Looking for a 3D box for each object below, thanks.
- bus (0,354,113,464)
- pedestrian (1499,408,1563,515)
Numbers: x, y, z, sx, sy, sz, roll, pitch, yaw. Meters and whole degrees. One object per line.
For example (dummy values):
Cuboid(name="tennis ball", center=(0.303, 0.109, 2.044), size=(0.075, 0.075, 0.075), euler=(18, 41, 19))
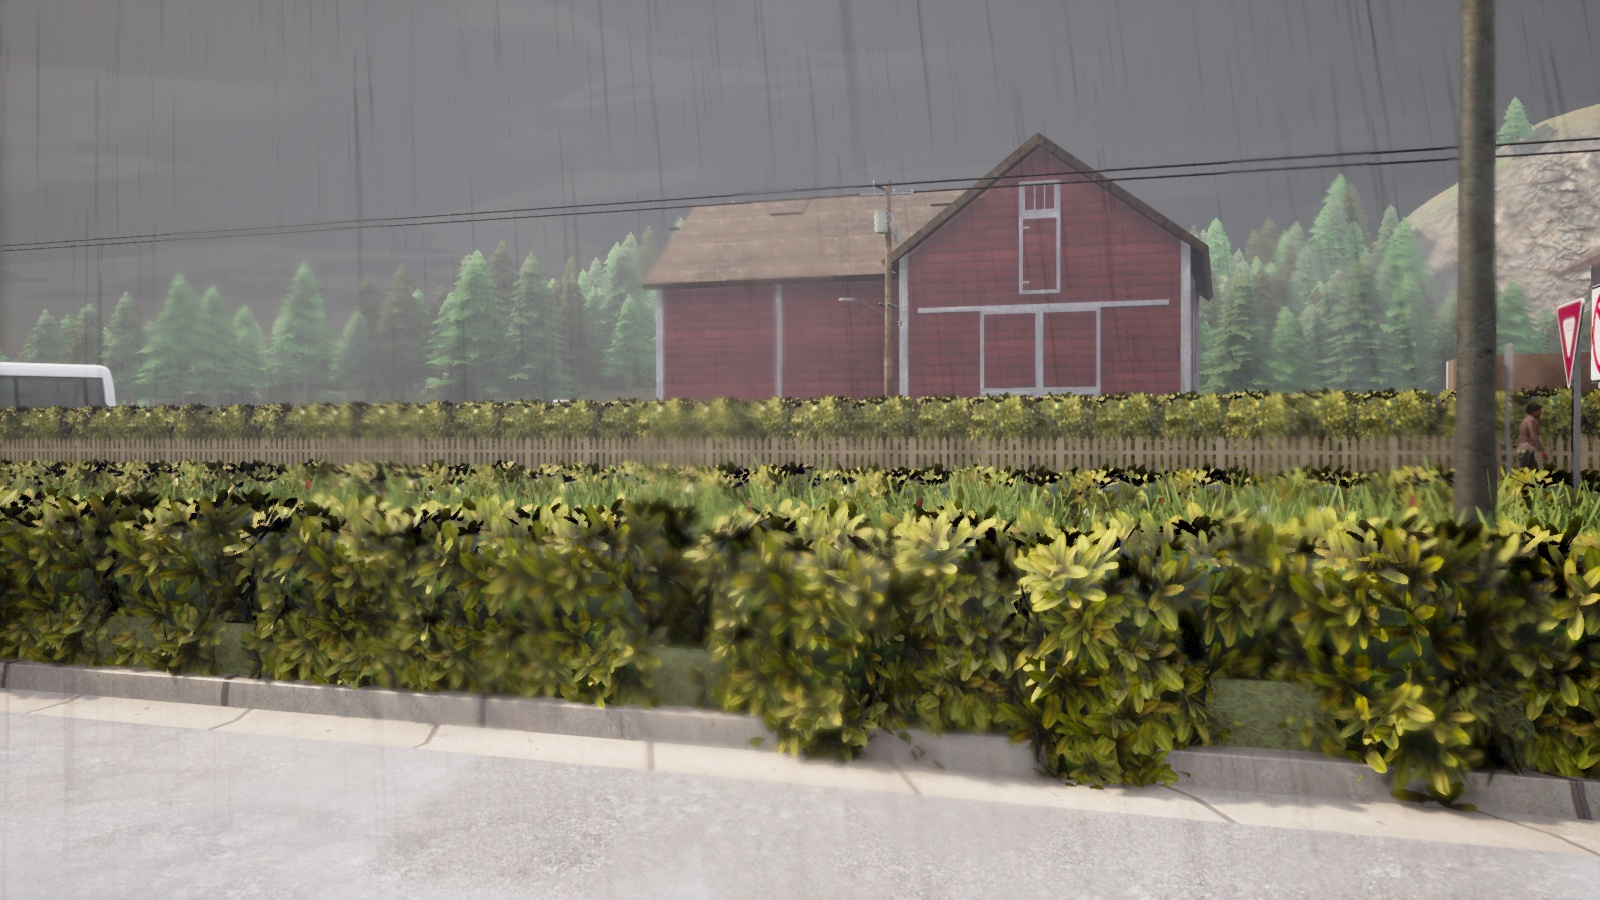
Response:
Cuboid(name="bus", center=(-32.974, -1.586, 48.778), size=(3.944, 4.253, 10.273), euler=(1, 1, 40))
Cuboid(name="pedestrian", center=(12.453, 0.186, 21.399), size=(0.869, 1.805, 0.328), euler=(1, 1, 19))
